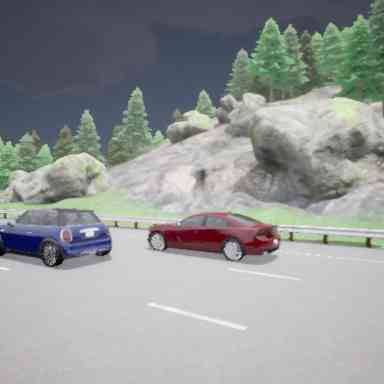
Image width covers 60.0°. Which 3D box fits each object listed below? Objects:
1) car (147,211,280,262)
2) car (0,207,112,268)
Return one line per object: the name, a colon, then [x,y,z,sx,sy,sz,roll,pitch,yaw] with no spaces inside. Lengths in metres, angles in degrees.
car: [0.601,1.423,11.946,5.008,1.535,1.882,0,0,34]
car: [-4.915,1.302,11.341,4.553,1.767,2.097,0,0,33]
